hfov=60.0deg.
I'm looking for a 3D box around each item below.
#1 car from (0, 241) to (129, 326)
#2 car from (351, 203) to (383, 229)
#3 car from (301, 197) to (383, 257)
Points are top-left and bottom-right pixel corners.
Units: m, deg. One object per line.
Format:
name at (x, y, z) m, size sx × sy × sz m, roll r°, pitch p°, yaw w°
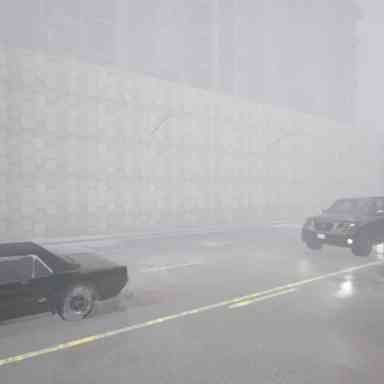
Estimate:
car at (-3.603, 1.601, 5.658) m, size 4.718 × 1.301 × 1.895 m, roll 0°, pitch 0°, yaw -37°
car at (12.733, 1.505, 22.037) m, size 4.892 × 1.490 × 1.837 m, roll 1°, pitch 0°, yaw -36°
car at (6.783, 1.222, 13.369) m, size 5.566 × 2.045 × 2.150 m, roll 0°, pitch 0°, yaw -36°
